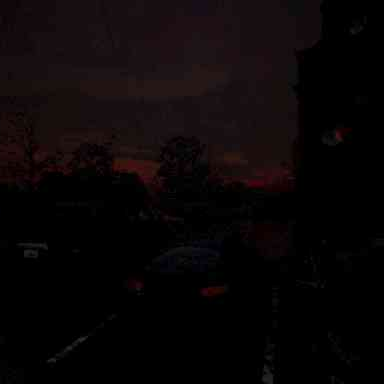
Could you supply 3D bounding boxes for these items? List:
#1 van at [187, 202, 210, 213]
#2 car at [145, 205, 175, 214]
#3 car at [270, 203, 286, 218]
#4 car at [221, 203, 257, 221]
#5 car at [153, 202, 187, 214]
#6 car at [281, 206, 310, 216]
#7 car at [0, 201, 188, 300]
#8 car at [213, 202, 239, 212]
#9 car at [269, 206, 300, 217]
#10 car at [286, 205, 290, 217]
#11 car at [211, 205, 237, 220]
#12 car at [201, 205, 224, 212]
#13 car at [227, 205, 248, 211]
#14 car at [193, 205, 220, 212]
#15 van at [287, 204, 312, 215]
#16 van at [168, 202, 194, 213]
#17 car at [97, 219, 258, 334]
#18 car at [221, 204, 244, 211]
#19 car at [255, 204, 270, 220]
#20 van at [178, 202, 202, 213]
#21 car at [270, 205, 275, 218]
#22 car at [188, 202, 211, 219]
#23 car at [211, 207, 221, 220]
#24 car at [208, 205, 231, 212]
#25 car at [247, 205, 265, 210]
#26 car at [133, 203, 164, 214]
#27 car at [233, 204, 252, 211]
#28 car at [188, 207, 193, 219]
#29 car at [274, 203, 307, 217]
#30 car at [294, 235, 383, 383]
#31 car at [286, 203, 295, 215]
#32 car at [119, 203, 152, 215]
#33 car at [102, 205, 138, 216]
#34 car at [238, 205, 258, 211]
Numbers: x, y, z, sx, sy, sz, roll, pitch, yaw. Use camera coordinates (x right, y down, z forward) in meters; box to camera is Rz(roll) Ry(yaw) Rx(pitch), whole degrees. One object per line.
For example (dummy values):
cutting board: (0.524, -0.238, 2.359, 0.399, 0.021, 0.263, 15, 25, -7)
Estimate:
van: (1.296, 3.129, 67.541, 4.442, 1.987, 1.878, 0, -2, 15)
car: (-5.572, 3.034, 57.760, 4.674, 1.452, 2.002, 0, -2, 15)
car: (10.528, 2.791, 49.111, 5.566, 2.045, 2.435, 1, -1, 15)
car: (5.395, 2.645, 41.706, 4.553, 1.767, 2.185, 1, -1, 15)
car: (-3.909, 2.833, 60.220, 5.566, 2.045, 2.435, 0, -2, 15)
car: (19.082, 3.496, 61.465, 5.008, 1.535, 2.097, 1, -1, 15)
car: (-2.139, 1.234, 8.482, 2.435, 2.045, 5.566, 0, -1, 15)
car: (7.900, 3.465, 77.372, 5.566, 2.045, 2.435, 0, -2, 14)
car: (15.671, 3.315, 56.520, 5.008, 1.535, 2.097, 1, -1, 15)
car: (12.226, 3.162, 51.582, 4.792, 1.488, 2.163, 1, -1, 15)
car: (1.988, 2.590, 36.744, 5.008, 1.535, 2.097, 1, -1, 15)
car: (4.526, 3.565, 72.462, 4.792, 1.488, 2.163, 0, -2, 15)
car: (11.276, 3.898, 82.264, 4.892, 1.521, 2.231, 0, -2, 14)
car: (3.050, 3.442, 69.964, 5.366, 1.575, 1.946, 0, -2, 15)
van: (20.680, 3.358, 63.971, 4.442, 1.987, 1.878, 1, -1, 15)
van: (-2.078, 2.949, 62.637, 4.442, 1.987, 1.878, 0, -2, 15)
car: (0.272, 1.526, 6.737, 2.002, 1.452, 4.674, 0, -1, 15)
car: (9.784, 3.803, 79.771, 5.366, 1.575, 1.946, 0, -2, 14)
car: (7.111, 2.610, 44.165, 5.566, 2.045, 2.435, 1, -1, 15)
van: (-0.391, 3.039, 65.089, 4.442, 1.987, 1.878, 0, -2, 15)
car: (8.813, 2.981, 46.636, 4.792, 1.488, 2.163, 1, -1, 15)
car: (-1.430, 2.145, 31.793, 5.566, 2.045, 2.435, 1, -1, 15)
car: (0.257, 2.535, 34.263, 4.674, 1.452, 2.002, 1, -1, 15)
car: (6.271, 3.655, 74.905, 4.792, 1.488, 2.163, 0, -2, 15)
car: (17.790, 4.287, 92.148, 4.792, 1.488, 2.163, 0, -2, 13)
car: (-7.230, 2.778, 55.301, 4.553, 1.767, 2.185, 0, -2, 15)
car: (12.959, 3.861, 84.723, 4.553, 1.767, 2.185, 0, -2, 14)
car: (-3.011, 2.291, 29.263, 5.366, 1.575, 1.946, 2, -2, 15)
car: (17.409, 3.155, 58.996, 5.566, 2.045, 2.435, 1, -1, 15)
car: (2.687, 1.488, 5.029, 2.231, 1.521, 4.892, 1, -1, 15)
car: (13.998, 2.974, 54.053, 5.566, 2.045, 2.435, 1, -1, 15)
car: (-8.979, 2.688, 52.875, 4.553, 1.767, 2.185, 0, -2, 15)
car: (-10.849, 2.740, 50.068, 4.792, 1.488, 2.163, 0, -2, 15)
car: (14.582, 4.077, 87.188, 5.008, 1.535, 2.097, 0, -2, 14)
